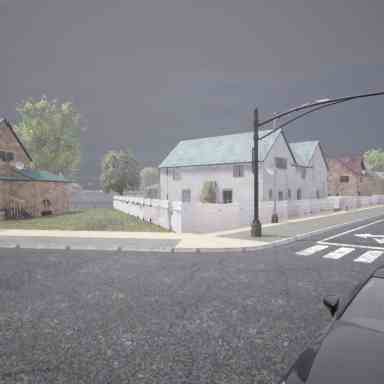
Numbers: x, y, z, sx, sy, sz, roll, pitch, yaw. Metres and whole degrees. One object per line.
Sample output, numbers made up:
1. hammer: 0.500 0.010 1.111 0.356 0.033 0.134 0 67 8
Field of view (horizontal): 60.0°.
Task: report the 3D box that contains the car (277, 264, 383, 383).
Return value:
1. car: 2.542 1.524 3.432 1.812 1.442 4.674 0 0 42
